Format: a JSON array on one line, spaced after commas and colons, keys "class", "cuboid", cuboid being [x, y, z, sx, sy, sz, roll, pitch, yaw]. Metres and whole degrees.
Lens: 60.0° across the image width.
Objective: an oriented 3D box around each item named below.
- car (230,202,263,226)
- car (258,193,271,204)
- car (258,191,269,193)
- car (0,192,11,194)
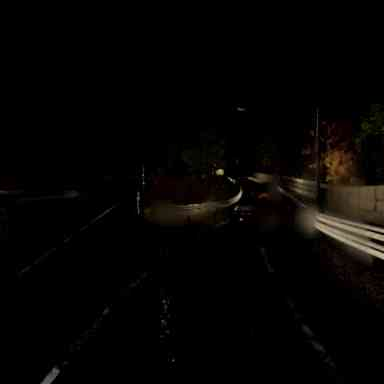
[{"class": "car", "cuboid": [4.283, 1.817, 26.495, 2.128, 1.511, 4.902, 1, -1, 17]}, {"class": "car", "cuboid": [12.717, 1.376, 58.274, 1.994, 1.385, 4.181, 1, 3, 11]}, {"class": "car", "cuboid": [14.607, 0.503, 67.753, 2.097, 1.767, 4.553, 1, 4, 10]}, {"class": "car", "cuboid": [-31.375, 0.778, 55.601, 2.033, 1.411, 5.357, 0, 1, -9]}]
